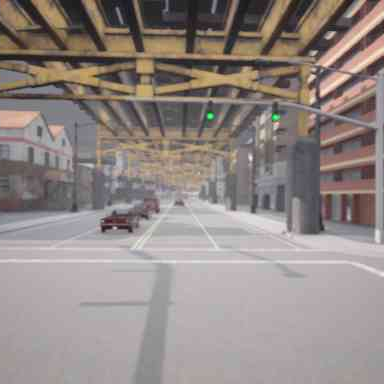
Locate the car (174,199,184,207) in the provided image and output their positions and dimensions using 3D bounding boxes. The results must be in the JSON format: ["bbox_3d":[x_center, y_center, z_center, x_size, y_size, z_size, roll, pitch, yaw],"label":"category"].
[{"bbox_3d":[-2.391,2.003,62.017,1.812,1.442,4.674,1,0,-2],"label":"car"}]

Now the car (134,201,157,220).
[{"bbox_3d":[-4.850,1.833,31.607,2.033,1.411,5.357,1,-1,-2],"label":"car"}]

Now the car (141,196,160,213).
[{"bbox_3d":[-5.227,1.599,42.296,2.150,2.045,5.566,1,0,-2],"label":"car"}]

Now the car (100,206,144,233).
[{"bbox_3d":[-4.473,1.780,21.247,1.895,1.301,4.718,1,-1,-2],"label":"car"}]
